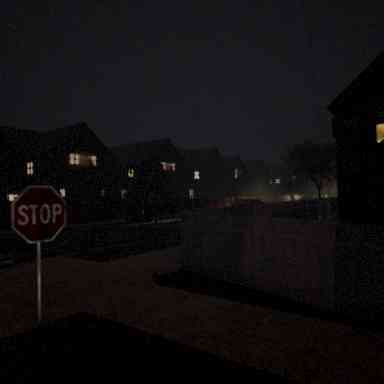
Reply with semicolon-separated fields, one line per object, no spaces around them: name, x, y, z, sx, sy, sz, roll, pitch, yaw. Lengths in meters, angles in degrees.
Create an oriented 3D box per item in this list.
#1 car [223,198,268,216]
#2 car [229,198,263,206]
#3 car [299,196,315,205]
car;5.131;1.341;31.171;2.128;1.511;4.902;-2;-1;36
car;4.681;1.335;25.606;1.812;1.442;4.674;-2;-1;36
car;15.837;1.304;45.620;1.812;1.442;4.674;-2;-1;36
